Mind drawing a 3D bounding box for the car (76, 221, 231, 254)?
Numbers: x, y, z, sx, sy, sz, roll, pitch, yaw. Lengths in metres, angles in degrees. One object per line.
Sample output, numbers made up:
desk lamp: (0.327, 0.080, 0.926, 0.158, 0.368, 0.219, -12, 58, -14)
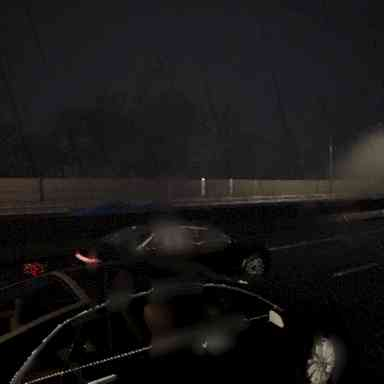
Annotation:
car: (-0.252, 1.441, 7.803, 4.902, 1.511, 2.128, -1, 1, -35)

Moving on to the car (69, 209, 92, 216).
car: (-5.370, 1.405, 21.544, 5.008, 1.535, 1.882, -1, 1, -35)

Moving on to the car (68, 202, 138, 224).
car: (-6.624, 1.523, 24.939, 4.718, 1.301, 1.895, -1, 1, -35)

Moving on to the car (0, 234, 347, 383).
car: (-0.338, 1.488, 3.474, 4.892, 1.490, 1.837, -1, 1, -35)

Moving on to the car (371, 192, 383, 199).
car: (28.627, 0.724, 49.523, 4.892, 1.490, 1.837, -1, 1, -34)

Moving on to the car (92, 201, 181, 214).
car: (-2.802, 1.383, 19.069, 5.008, 1.535, 1.882, -1, 1, -35)
